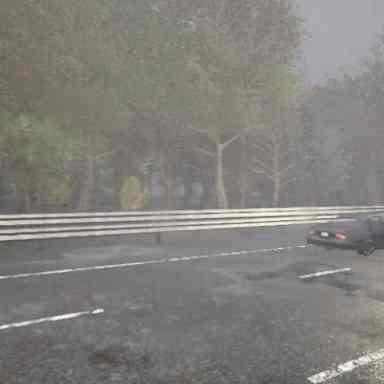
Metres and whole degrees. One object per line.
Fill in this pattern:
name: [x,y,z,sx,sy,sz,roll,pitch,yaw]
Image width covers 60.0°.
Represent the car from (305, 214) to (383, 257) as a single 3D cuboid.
car: [6.906,1.576,13.091,5.357,1.411,2.033,0,0,-30]
